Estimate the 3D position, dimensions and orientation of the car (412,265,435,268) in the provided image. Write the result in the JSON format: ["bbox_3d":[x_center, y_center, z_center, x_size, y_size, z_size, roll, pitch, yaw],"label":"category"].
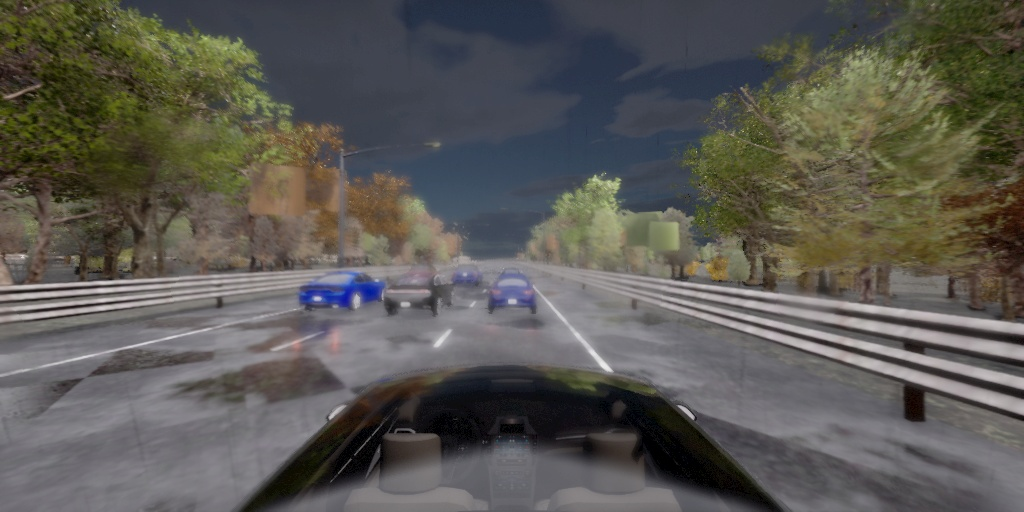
[{"bbox_3d":[-7.039,1.475,29.110,2.097,1.767,4.553,0,-1,0],"label":"car"}]

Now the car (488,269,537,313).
[{"bbox_3d":[0.027,1.456,14.883,1.812,1.442,4.674,0,-1,0],"label":"car"}]

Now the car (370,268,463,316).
[{"bbox_3d":[-3.478,1.413,14.179,2.128,1.511,4.902,0,-1,0],"label":"car"}]

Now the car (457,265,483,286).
[{"bbox_3d":[-3.540,1.476,29.126,2.097,1.767,4.553,0,-1,0],"label":"car"}]

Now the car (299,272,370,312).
[{"bbox_3d":[-6.973,1.415,15.376,1.882,1.535,5.008,0,-1,0],"label":"car"}]
